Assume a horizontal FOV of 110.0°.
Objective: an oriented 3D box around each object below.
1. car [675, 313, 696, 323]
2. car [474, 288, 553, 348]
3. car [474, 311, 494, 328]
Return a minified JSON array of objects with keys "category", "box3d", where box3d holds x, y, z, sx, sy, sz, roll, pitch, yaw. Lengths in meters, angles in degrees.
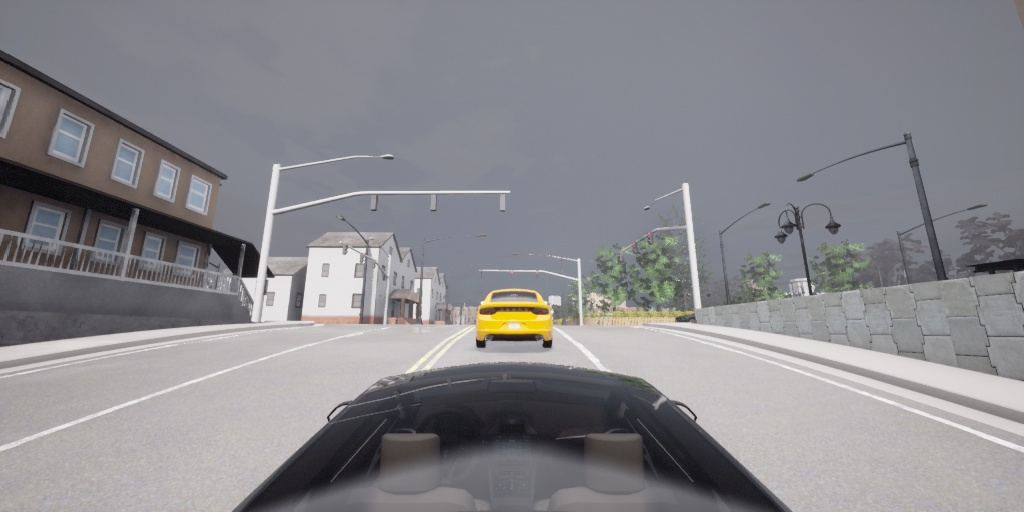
[{"category":"car","box3d":[16.460,5.260,30.407,5.008,1.535,1.882,0,-12,1]},{"category":"car","box3d":[0.061,1.723,10.545,1.882,1.535,5.008,0,-7,0]},{"category":"car","box3d":[-3.659,8.485,47.392,2.150,2.045,5.566,0,-12,0]}]
